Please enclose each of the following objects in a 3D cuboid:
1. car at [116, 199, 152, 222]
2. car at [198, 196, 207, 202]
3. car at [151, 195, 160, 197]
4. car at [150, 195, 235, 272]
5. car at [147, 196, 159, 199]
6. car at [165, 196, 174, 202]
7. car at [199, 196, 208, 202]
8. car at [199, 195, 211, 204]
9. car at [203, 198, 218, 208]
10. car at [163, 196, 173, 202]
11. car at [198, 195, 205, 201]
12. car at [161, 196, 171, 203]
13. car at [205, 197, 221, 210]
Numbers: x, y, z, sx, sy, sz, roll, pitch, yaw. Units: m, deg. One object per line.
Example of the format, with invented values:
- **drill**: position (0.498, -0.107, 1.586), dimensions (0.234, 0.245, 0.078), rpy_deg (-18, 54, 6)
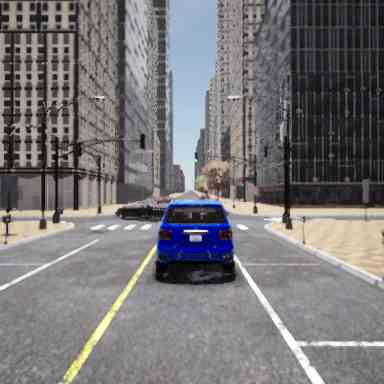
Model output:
- **car**: position (-4.284, 1.578, 27.635), dimensions (4.902, 1.511, 2.128), rpy_deg (0, -1, 38)
- **car**: position (2.676, 1.725, 85.672), dimensions (2.008, 1.369, 4.403), rpy_deg (0, 0, 0)
- **car**: position (-5.796, 1.454, 51.625), dimensions (2.192, 1.841, 5.009), rpy_deg (0, 0, 0)
- **car**: position (0.095, 1.260, 11.075), dimensions (2.150, 2.045, 5.566), rpy_deg (0, 0, 0)
- **car**: position (-5.826, 1.654, 45.776), dimensions (1.752, 1.417, 4.829), rpy_deg (0, 0, 0)
- **car**: position (-5.704, 1.725, 85.677), dimensions (2.008, 1.369, 4.403), rpy_deg (0, 0, 0)
- **car**: position (2.677, 1.716, 79.997), dimensions (1.887, 1.381, 4.507), rpy_deg (0, 0, 0)
- **car**: position (2.681, 1.476, 68.649), dimensions (2.192, 1.841, 5.009), rpy_deg (0, 0, 0)
- **car**: position (2.782, 1.689, 51.626), dimensions (2.008, 1.369, 4.403), rpy_deg (0, 0, 0)
- **car**: position (-5.703, 1.722, 80.002), dimensions (2.008, 1.369, 4.403), rpy_deg (0, 0, 0)
- **car**: position (2.675, 1.702, 91.518), dimensions (1.752, 1.417, 4.829), rpy_deg (0, 0, 0)
- **car**: position (-5.702, 1.712, 74.326), dimensions (1.887, 1.381, 4.507), rpy_deg (0, 0, 0)
- **car**: position (2.814, 1.569, 45.948), dimensions (1.967, 1.590, 4.097), rpy_deg (0, 0, 0)
